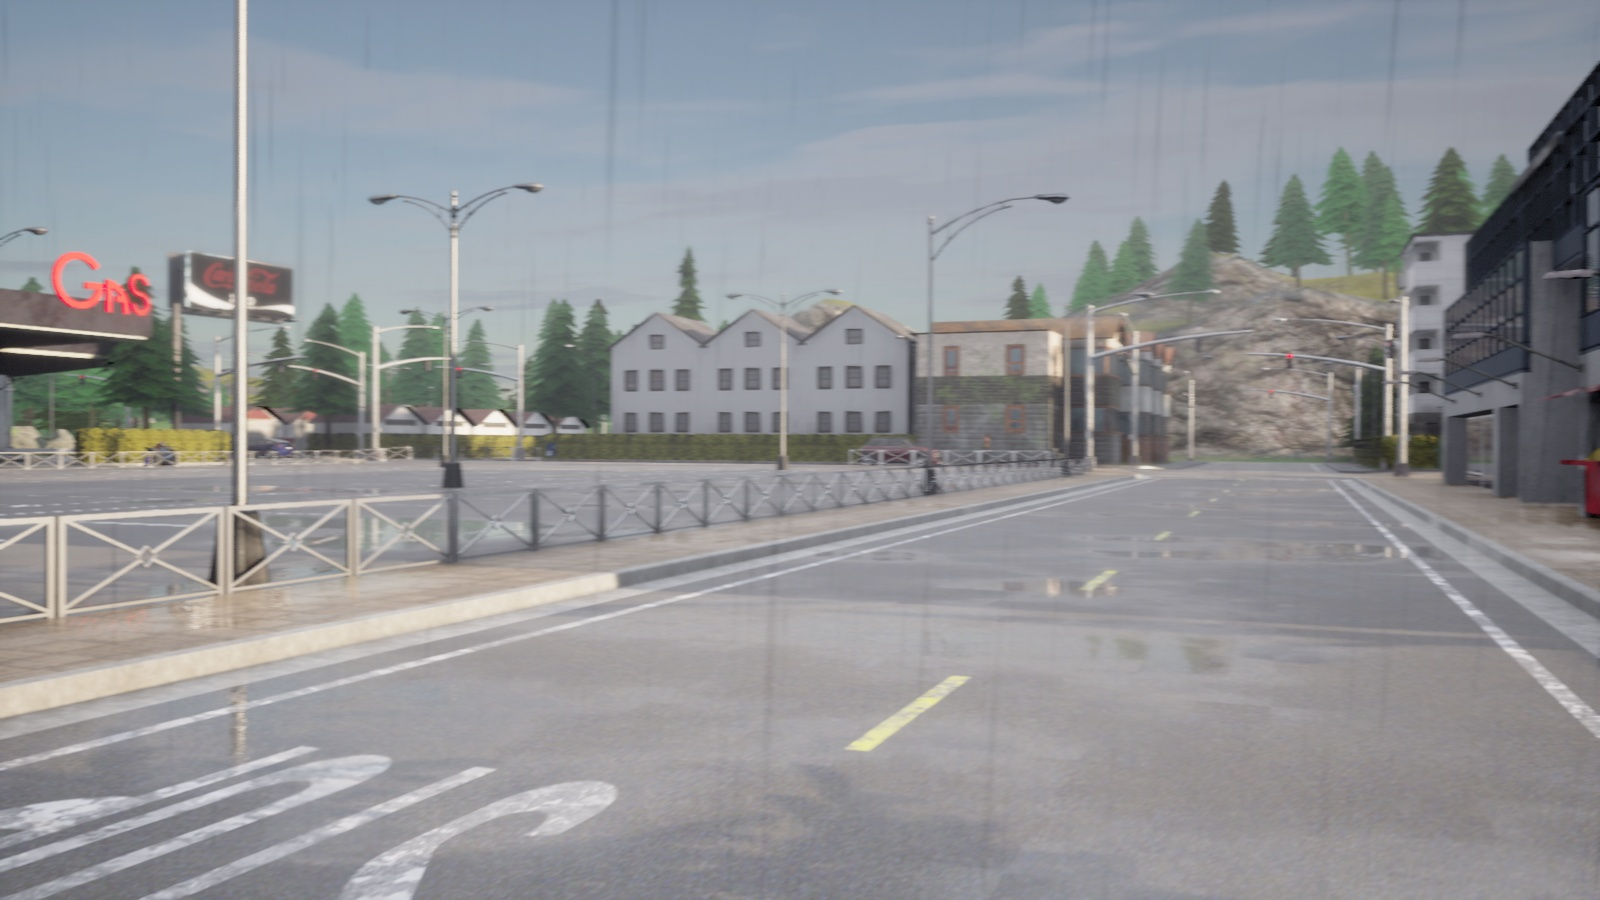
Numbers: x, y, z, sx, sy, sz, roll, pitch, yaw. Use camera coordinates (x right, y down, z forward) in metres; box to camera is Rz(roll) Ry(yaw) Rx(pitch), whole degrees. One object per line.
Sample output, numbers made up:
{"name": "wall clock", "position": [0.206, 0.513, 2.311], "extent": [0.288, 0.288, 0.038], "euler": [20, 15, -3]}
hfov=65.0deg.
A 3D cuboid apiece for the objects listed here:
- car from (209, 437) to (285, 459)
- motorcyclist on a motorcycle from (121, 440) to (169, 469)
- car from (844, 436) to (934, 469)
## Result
{"name": "car", "position": [-39.668, -0.151, 90.138], "extent": [4.792, 1.488, 2.163], "euler": [0, 0, 19]}
{"name": "motorcyclist on a motorcycle", "position": [-34.878, 0.229, 66.900], "extent": [0.866, 1.530, 2.191], "euler": [0, 0, 21]}
{"name": "car", "position": [4.937, 0.100, 69.378], "extent": [4.553, 1.767, 2.097], "euler": [0, 0, 21]}
